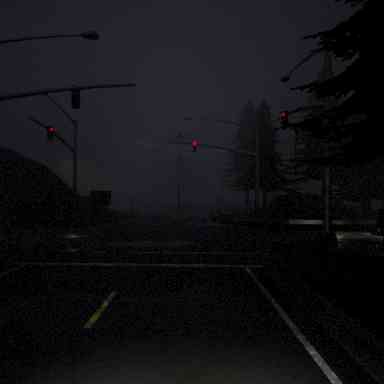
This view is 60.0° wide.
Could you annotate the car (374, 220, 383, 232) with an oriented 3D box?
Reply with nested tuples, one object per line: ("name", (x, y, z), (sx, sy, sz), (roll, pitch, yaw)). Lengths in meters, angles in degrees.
("car", (14.214, 1.864, 21.230), (4.553, 1.767, 2.097), (0, -1, 0))
